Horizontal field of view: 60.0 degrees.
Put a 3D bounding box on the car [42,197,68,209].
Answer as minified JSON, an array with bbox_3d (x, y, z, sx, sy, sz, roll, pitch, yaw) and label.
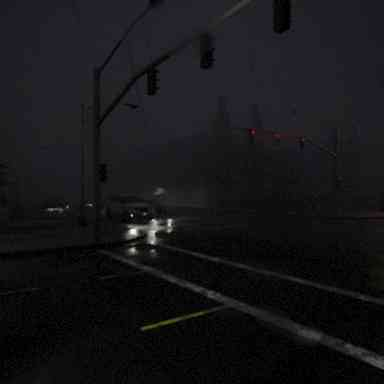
[{"bbox_3d":[-19.580,1.526,46.660,2.033,1.411,5.357,0,0,-35],"label":"car"}]

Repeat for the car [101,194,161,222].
[{"bbox_3d":[-5.018,1.193,26.311,2.150,2.045,5.566,0,1,-36],"label":"car"}]

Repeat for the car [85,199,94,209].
[{"bbox_3d":[-11.931,1.519,41.968,2.033,1.411,5.357,0,0,-36],"label":"car"}]

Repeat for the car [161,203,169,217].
[{"bbox_3d":[-4.026,1.450,30.936,1.882,1.535,5.008,0,0,-36],"label":"car"}]
